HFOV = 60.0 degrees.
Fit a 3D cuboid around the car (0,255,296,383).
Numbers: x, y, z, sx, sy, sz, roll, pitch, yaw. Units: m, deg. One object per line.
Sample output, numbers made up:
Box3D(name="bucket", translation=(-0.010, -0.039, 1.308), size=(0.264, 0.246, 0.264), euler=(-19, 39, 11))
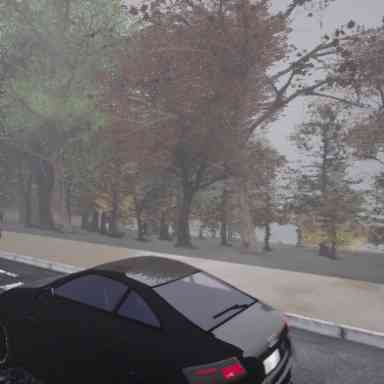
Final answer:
Box3D(name="car", translation=(-0.872, 1.563, 4.307), size=(4.181, 1.385, 1.994), euler=(0, 0, 36))
